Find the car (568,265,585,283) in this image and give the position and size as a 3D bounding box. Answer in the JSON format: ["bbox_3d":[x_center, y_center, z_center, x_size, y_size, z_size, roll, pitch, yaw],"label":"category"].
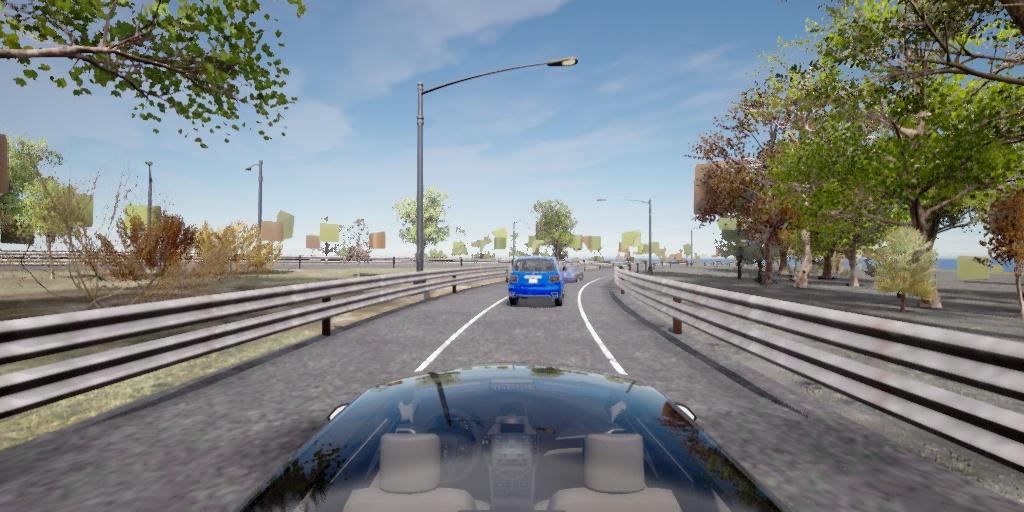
[{"bbox_3d":[4.943,1.486,30.308,2.033,1.411,5.357,0,-1,19],"label":"car"}]

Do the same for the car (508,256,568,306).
[{"bbox_3d":[1.247,1.049,16.129,2.150,2.045,5.566,0,0,10],"label":"car"}]
